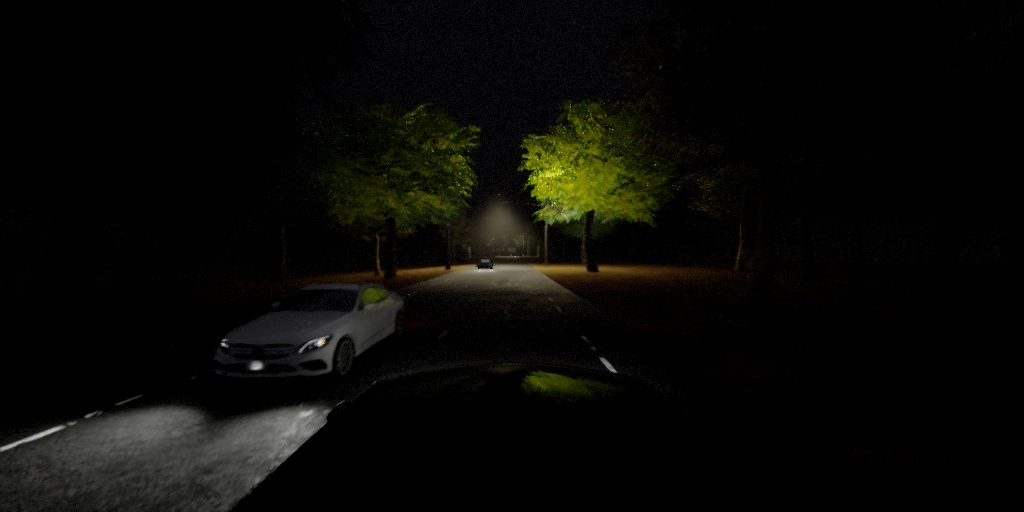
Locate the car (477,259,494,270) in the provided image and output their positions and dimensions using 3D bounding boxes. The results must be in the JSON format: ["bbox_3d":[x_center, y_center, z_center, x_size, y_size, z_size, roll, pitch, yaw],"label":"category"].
[{"bbox_3d":[-3.553,1.144,48.399,1.994,1.385,4.181,0,1,0],"label":"car"}]

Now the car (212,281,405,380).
[{"bbox_3d":[-3.592,1.270,7.368,1.812,1.442,4.674,0,0,0],"label":"car"}]
